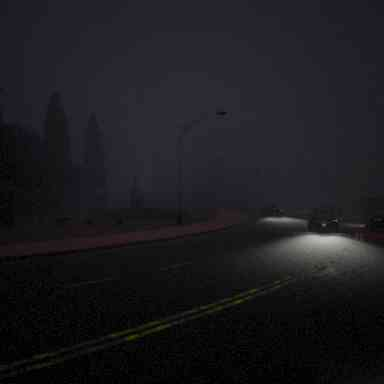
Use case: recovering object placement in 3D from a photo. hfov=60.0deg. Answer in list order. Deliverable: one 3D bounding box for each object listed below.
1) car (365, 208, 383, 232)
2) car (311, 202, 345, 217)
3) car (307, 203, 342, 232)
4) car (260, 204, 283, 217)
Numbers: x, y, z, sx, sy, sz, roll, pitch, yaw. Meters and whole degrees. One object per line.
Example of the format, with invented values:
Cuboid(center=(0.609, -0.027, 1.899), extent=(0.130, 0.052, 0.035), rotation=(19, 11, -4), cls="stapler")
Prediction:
Cuboid(center=(12.671, 1.811, 22.016), extent=(1.812, 1.442, 4.674), rotation=(0, -1, 22), cls="car")
Cuboid(center=(15.878, 1.989, 39.006), extent=(2.128, 1.511, 4.902), rotation=(0, -1, 2), cls="car")
Cuboid(center=(8.978, 1.781, 22.664), extent=(2.128, 1.511, 4.902), rotation=(0, -1, 22), cls="car")
Cuboid(center=(8.991, 2.076, 37.891), extent=(1.895, 1.301, 4.718), rotation=(0, -1, 2), cls="car")
